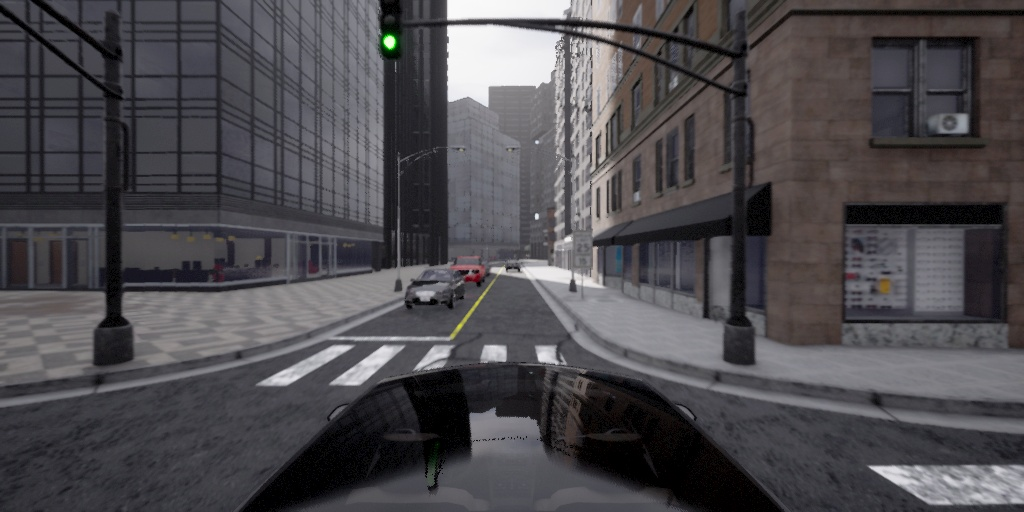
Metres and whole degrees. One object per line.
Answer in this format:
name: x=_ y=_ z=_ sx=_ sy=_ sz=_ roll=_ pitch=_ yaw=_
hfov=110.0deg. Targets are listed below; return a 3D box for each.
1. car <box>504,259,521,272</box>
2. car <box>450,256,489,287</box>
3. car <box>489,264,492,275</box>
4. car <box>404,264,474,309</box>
car: x=0.112 y=1.201 z=44.844 sx=1.837 sy=1.490 sz=4.892 roll=0 pitch=0 yaw=0
car: x=-3.094 y=0.997 z=25.562 sx=2.150 sy=2.045 sz=5.566 roll=0 pitch=0 yaw=0
car: x=-3.074 y=1.228 z=35.985 sx=2.128 sy=1.511 sz=4.902 roll=0 pitch=0 yaw=0
car: x=-3.090 y=1.276 z=15.255 sx=2.128 sy=1.511 sz=4.902 roll=0 pitch=0 yaw=0
